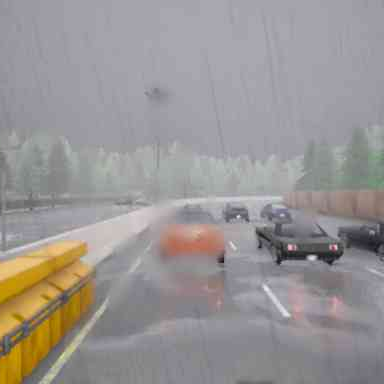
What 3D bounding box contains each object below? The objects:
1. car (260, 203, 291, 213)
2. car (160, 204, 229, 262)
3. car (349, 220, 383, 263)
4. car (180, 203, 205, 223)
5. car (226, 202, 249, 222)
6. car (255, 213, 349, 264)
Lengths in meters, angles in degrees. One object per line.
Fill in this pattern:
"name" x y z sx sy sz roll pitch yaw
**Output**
"car" 7.061 1.651 28.254 1.812 1.442 4.674 0 0 1
"car" 0.042 1.408 12.486 2.097 1.767 4.553 0 0 1
"car" 7.036 1.654 11.962 1.895 1.301 4.718 0 0 0
"car" 0.056 1.689 27.763 1.994 1.385 4.181 0 0 0
"car" 3.555 1.629 27.604 1.837 1.490 4.892 0 0 1
"car" 3.536 1.655 11.967 1.895 1.301 4.718 0 0 0
